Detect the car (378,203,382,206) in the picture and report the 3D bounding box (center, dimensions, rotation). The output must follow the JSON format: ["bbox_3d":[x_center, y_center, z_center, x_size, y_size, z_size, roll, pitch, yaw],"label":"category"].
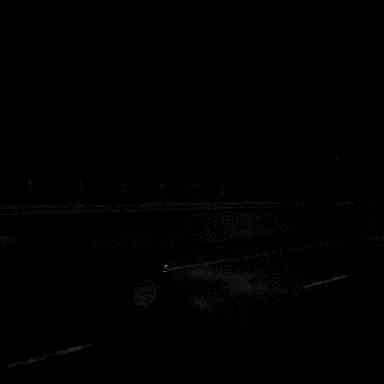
[{"bbox_3d":[24.089,1.911,38.942,4.674,1.442,1.812,1,-1,-36],"label":"car"}]

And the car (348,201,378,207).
[{"bbox_3d":[22.046,1.905,41.784,4.892,1.490,1.837,1,-1,-36],"label":"car"}]

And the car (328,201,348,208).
[{"bbox_3d":[20.186,1.936,44.756,4.674,1.442,1.812,1,-1,-36],"label":"car"}]

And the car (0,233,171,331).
[{"bbox_3d":[-2.723,1.504,6.094,5.008,1.535,1.882,0,0,-36],"label":"car"}]
